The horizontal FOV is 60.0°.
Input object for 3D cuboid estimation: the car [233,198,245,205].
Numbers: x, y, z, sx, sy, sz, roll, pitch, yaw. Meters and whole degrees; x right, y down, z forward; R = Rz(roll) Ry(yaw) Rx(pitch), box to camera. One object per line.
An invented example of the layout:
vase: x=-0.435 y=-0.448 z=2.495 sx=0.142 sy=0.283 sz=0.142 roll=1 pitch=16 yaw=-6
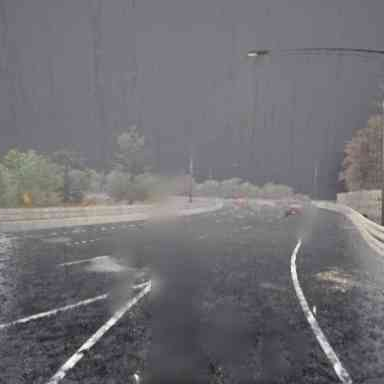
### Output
car: x=10.893 y=2.150 z=77.230 sx=2.097 sy=1.767 sz=4.553 roll=1 pitch=0 yaw=-4

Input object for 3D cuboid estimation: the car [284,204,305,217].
car: x=11.540 y=2.026 z=37.386 sx=1.812 sy=1.442 sz=4.674 roll=1 pitch=0 yaw=19
